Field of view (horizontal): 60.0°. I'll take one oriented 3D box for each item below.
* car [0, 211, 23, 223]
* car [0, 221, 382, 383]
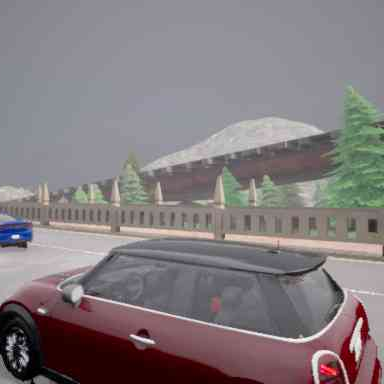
[{"bbox_3d":[-8.561,1.507,13.607,5.008,1.535,1.882,0,0,33],"label":"car"},{"bbox_3d":[-0.342,1.356,4.038,4.553,1.767,2.097,0,0,33],"label":"car"}]
